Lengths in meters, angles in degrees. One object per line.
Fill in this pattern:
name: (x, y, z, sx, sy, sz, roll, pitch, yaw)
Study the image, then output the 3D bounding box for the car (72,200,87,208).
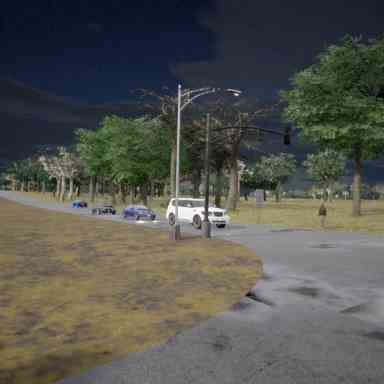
car: (-21.106, 2.220, 62.411, 1.882, 1.535, 5.008, 3, -2, -34)

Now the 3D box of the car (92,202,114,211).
car: (-13.704, 2.225, 51.308, 1.994, 1.385, 4.181, 3, -2, -34)

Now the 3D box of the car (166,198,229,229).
car: (0.243, 1.458, 23.765, 2.150, 2.045, 5.566, 3, -2, -34)

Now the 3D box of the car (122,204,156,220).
car: (-5.198, 1.883, 31.931, 1.812, 1.442, 4.674, 3, -2, -34)

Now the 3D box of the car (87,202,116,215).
car: (-10.770, 2.012, 40.263, 1.994, 1.385, 4.181, 3, -2, -34)

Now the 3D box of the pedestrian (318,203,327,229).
pedestrian: (9.323, 1.717, 23.842, 0.375, 1.860, 0.375, 1, -1, -34)
